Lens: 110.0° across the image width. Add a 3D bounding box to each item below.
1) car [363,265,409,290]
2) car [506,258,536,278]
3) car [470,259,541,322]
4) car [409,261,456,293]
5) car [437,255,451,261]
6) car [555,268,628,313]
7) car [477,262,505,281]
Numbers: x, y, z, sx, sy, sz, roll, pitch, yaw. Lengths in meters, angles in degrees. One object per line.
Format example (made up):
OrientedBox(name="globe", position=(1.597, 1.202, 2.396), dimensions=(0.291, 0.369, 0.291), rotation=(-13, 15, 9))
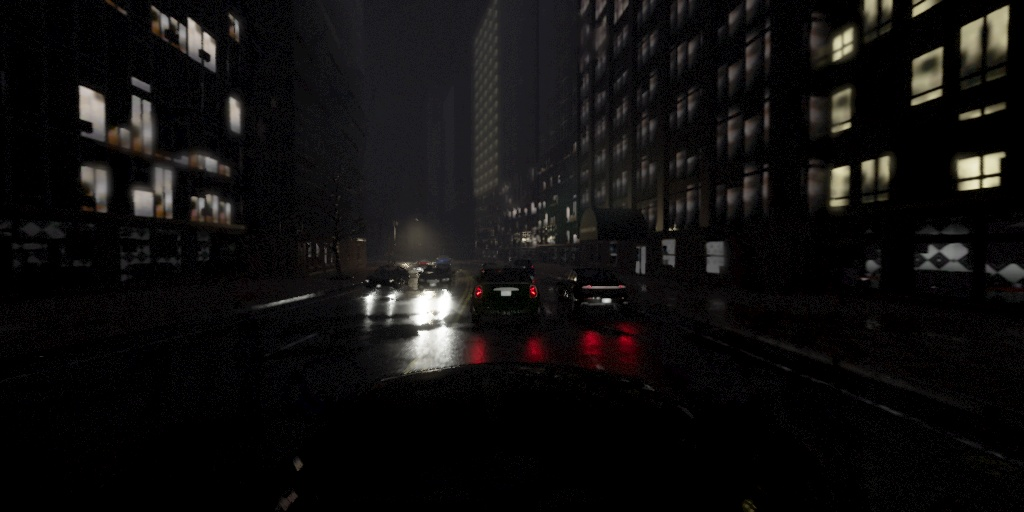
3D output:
OrientedBox(name="car", position=(-7.733, 1.296, 22.765), dimensions=(2.033, 1.411, 5.357), rotation=(0, 0, -6))
OrientedBox(name="car", position=(0.778, 1.048, 34.504), dimensions=(2.097, 1.767, 4.553), rotation=(0, 0, -8))
OrientedBox(name="car", position=(-0.272, 1.089, 12.391), dimensions=(2.097, 1.767, 4.553), rotation=(0, 0, -3))
OrientedBox(name="car", position=(-4.335, 1.230, 21.053), dimensions=(2.128, 1.511, 4.902), rotation=(0, 0, -5))
OrientedBox(name="car", position=(-11.644, 0.904, 61.250), dimensions=(2.150, 2.045, 5.566), rotation=(0, 0, -15))
OrientedBox(name="car", position=(2.903, 1.217, 13.929), dimensions=(2.128, 1.511, 4.902), rotation=(0, 0, -3))
OrientedBox(name="car", position=(-1.912, 1.263, 30.596), dimensions=(2.033, 1.411, 5.357), rotation=(0, 0, -8))
